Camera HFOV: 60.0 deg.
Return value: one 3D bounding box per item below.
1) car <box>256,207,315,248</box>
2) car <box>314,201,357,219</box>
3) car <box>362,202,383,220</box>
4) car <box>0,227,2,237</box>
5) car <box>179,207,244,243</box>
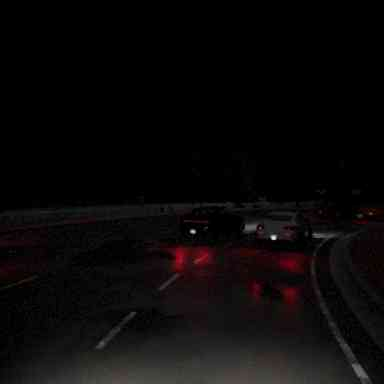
[{"bbox_3d":[4.249,1.560,15.123,1.812,1.442,4.674,0,0,27],"label":"car"},{"bbox_3d":[13.059,1.579,30.167,5.008,1.535,1.882,0,0,-36],"label":"car"},{"bbox_3d":[16.537,1.604,28.292,5.008,1.535,1.882,0,0,-33],"label":"car"},{"bbox_3d":[-8.839,1.537,10.837,1.895,1.301,4.718,0,0,16],"label":"car"},{"bbox_3d":[1.123,1.503,16.501,2.128,1.511,4.902,0,0,27],"label":"car"}]
